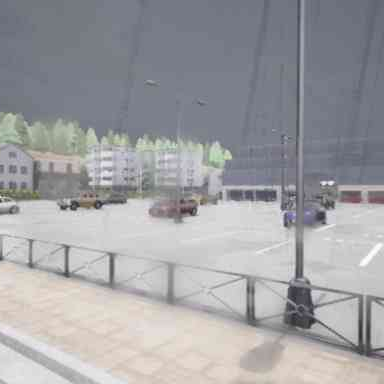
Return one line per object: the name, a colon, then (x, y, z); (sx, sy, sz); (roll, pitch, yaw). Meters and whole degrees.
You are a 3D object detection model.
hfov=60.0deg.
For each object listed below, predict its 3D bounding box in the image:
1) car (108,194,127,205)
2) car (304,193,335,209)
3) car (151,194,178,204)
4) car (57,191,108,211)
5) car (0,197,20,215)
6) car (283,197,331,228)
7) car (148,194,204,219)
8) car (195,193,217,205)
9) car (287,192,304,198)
car: (-11.043, 1.019, 45.676); (2.007, 1.523, 4.514); (1, 0, 35)
car: (14.520, 1.020, 37.202); (1.932, 1.855, 4.605); (1, 0, 35)
car: (-3.990, 0.981, 49.331); (1.970, 1.475, 3.806); (1, 0, 35)
car: (-11.128, 0.874, 33.493); (1.932, 1.855, 4.605); (1, 0, 35)
car: (-15.980, 1.138, 26.539); (1.970, 1.475, 3.806); (1, 0, 35)
car: (6.794, 1.272, 19.956); (1.845, 1.501, 3.633); (1, 0, 35)
car: (-1.353, 1.172, 25.743); (2.007, 1.523, 4.514); (1, 0, 35)
car: (1.444, 0.953, 45.902); (2.152, 1.636, 5.027); (1, 0, 35)
car: (11.907, 0.977, 38.537); (1.905, 1.878, 3.866); (1, 0, 35)
